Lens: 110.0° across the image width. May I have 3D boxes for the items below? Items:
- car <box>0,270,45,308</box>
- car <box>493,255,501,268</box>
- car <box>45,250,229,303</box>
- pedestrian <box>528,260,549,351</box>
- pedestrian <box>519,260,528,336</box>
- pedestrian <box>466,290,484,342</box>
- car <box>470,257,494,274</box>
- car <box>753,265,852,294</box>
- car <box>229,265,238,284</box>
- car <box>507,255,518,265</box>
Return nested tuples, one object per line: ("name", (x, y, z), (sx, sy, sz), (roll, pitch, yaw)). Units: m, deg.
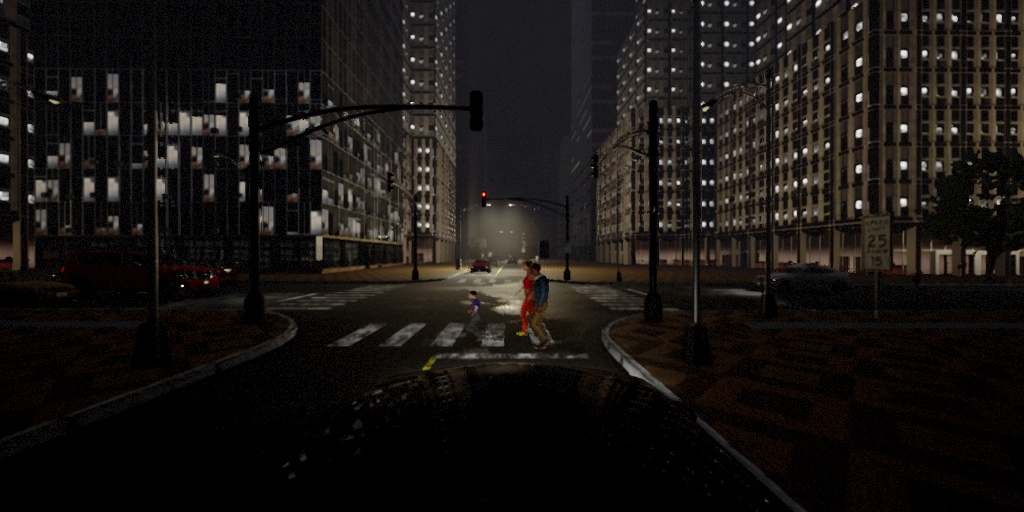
("car", (-18.891, 1.082, 13.094), (4.829, 1.417, 1.751), (0, 0, -1))
("car", (-3.039, 0.883, 51.961), (1.837, 1.490, 4.892), (0, 0, 0))
("car", (-16.308, 0.782, 15.850), (5.566, 2.045, 2.150), (1, 0, -1))
("pedestrian", (0.581, 1.002, 7.443), (0.375, 1.860, 0.375), (0, 0, 0))
("pedestrian", (0.413, 0.993, 8.641), (0.375, 1.860, 0.375), (0, 0, 0))
("pedestrian", (-0.805, 1.277, 8.045), (0.375, 1.300, 0.375), (0, 0, 0))
("car", (-3.066, 1.022, 36.049), (1.812, 1.442, 4.674), (0, 1, 0))
("car", (15.791, 1.231, 19.572), (4.674, 1.442, 1.812), (0, 0, -1))
("car", (-19.195, 0.965, 21.730), (4.097, 1.591, 1.967), (0, 0, -1))
("car", (0.046, 0.837, 63.507), (2.033, 1.411, 5.357), (0, 0, 0))
